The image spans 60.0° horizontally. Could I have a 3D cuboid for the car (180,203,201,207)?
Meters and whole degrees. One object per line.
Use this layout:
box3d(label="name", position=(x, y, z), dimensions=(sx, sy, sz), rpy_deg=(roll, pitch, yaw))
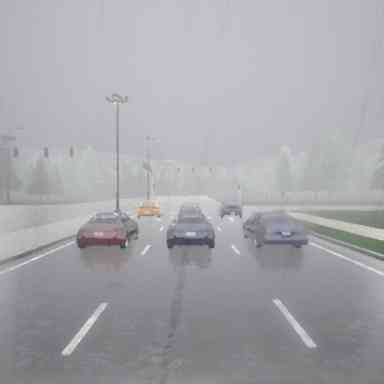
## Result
box3d(label="car", position=(-0.154, 1.615, 29.717), dimensions=(1.895, 1.301, 4.718), rpy_deg=(0, 0, 0))

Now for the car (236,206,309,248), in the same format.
box3d(label="car", position=(3.445, 1.562, 14.710), dimensions=(2.033, 1.411, 5.357), rpy_deg=(0, 0, 0))

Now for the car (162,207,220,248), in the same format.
box3d(label="car", position=(-0.055, 1.571, 14.688), dimensions=(1.994, 1.385, 4.181), rpy_deg=(0, 0, 0))

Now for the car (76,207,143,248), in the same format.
box3d(label="car", position=(-3.555, 1.571, 14.665), dimensions=(1.994, 1.385, 4.181), rpy_deg=(0, 0, 0))

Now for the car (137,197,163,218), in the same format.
box3d(label="car", position=(-3.653, 1.484, 29.664), dimensions=(1.882, 1.535, 5.008), rpy_deg=(0, 0, 0))

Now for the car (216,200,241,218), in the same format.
box3d(label="car", position=(3.347, 1.516, 29.710), dimensions=(1.837, 1.490, 4.892), rpy_deg=(0, 0, 0))
